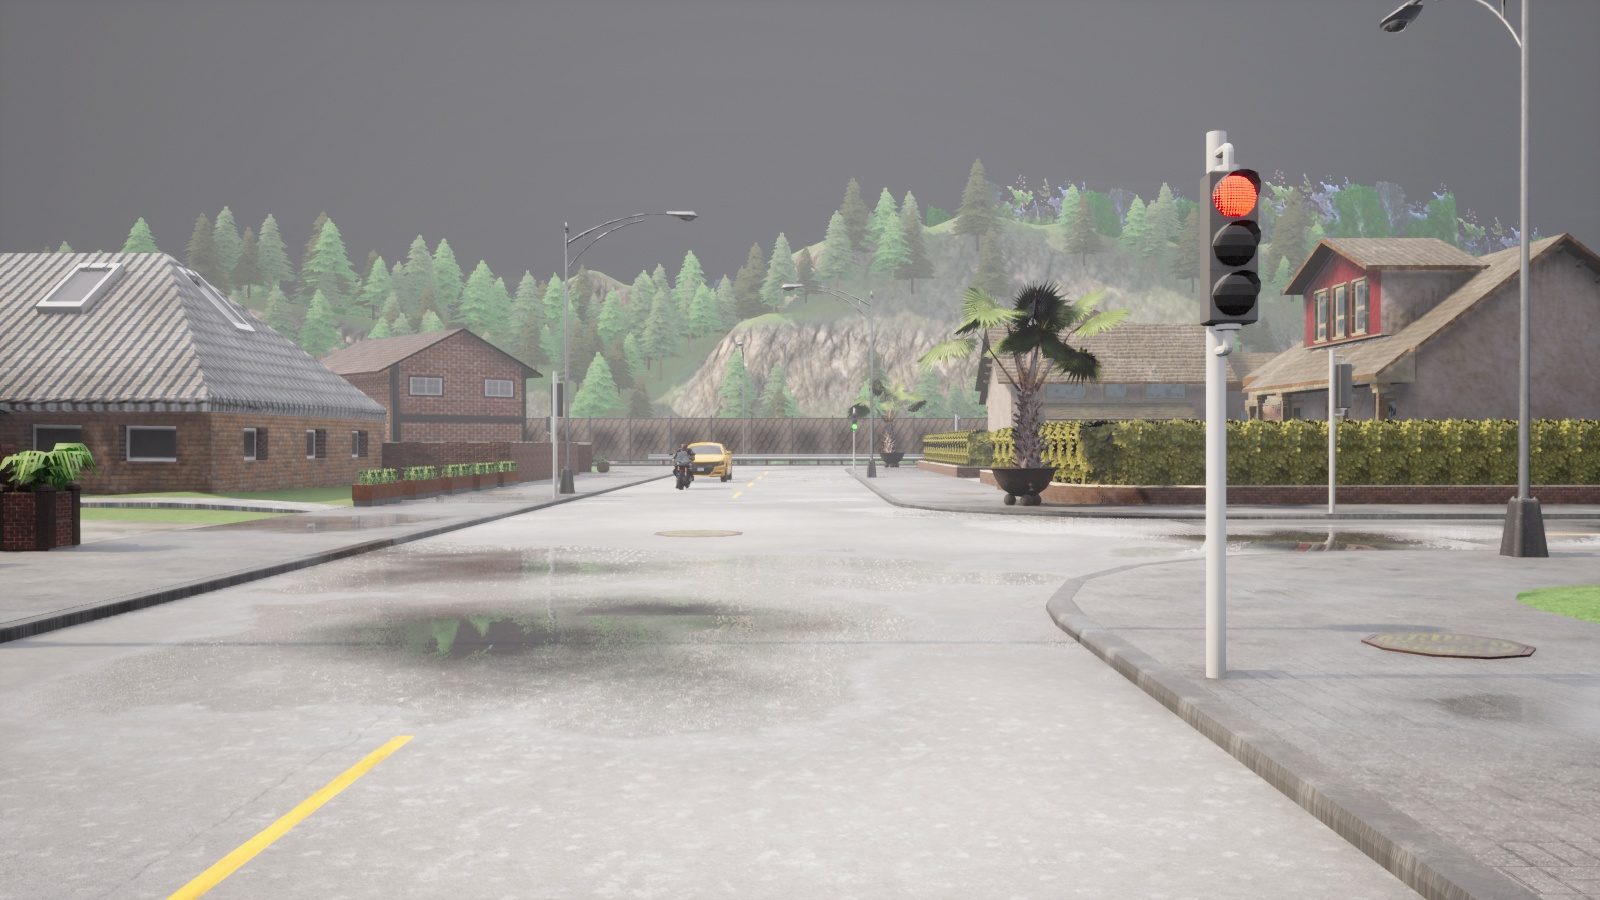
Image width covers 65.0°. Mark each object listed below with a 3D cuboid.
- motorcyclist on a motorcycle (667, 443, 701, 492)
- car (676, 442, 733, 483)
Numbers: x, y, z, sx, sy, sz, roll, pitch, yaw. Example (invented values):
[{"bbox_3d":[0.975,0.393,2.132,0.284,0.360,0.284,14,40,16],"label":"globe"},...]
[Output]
[{"bbox_3d":[-3.750,0.549,40.694,0.866,1.530,2.191,0,0,1],"label":"motorcyclist on a motorcycle"},{"bbox_3d":[-3.719,0.441,49.599,1.882,1.535,5.008,0,0,0],"label":"car"}]
